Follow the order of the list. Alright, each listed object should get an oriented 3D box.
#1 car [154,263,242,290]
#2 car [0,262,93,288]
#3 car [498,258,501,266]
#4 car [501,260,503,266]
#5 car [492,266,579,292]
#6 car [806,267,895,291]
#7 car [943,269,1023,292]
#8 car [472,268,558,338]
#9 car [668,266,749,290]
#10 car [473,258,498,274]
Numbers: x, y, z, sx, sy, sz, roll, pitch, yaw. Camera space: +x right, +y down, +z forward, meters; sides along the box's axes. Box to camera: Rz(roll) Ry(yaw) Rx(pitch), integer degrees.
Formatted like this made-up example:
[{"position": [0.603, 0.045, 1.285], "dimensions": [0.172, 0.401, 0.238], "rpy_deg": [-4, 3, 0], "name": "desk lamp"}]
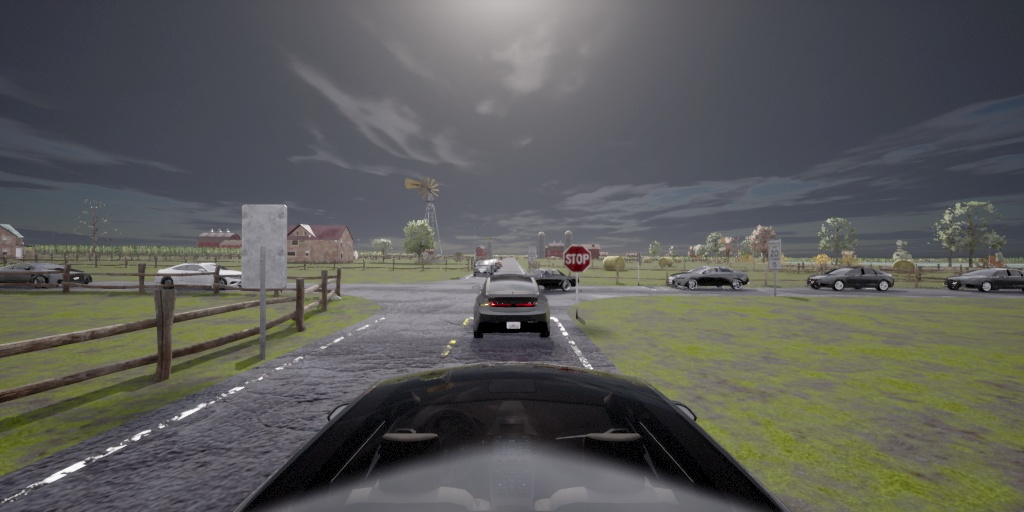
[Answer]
[{"position": [-17.244, 1.103, 20.149], "dimensions": [4.674, 1.442, 1.812], "rpy_deg": [1, -1, -1], "name": "car"}, {"position": [-26.364, 1.048, 20.027], "dimensions": [4.181, 1.385, 1.994], "rpy_deg": [1, -1, -1], "name": "car"}, {"position": [-2.853, 1.241, 46.325], "dimensions": [2.128, 1.511, 4.902], "rpy_deg": [0, 0, 0], "name": "car"}, {"position": [-2.823, 1.240, 55.867], "dimensions": [2.128, 1.511, 4.902], "rpy_deg": [0, 0, 0], "name": "car"}, {"position": [1.499, 1.369, 20.239], "dimensions": [4.718, 1.301, 1.895], "rpy_deg": [1, 0, -35], "name": "car"}, {"position": [22.199, 1.499, 23.639], "dimensions": [4.892, 1.490, 1.837], "rpy_deg": [1, -1, -1], "name": "car"}, {"position": [31.702, 1.587, 23.760], "dimensions": [4.892, 1.490, 1.837], "rpy_deg": [1, -1, -1], "name": "car"}, {"position": [-0.074, 1.256, 10.193], "dimensions": [1.837, 1.490, 4.892], "rpy_deg": [0, 0, -3], "name": "car"}, {"position": [12.797, 1.397, 23.468], "dimensions": [4.902, 1.511, 2.128], "rpy_deg": [1, -1, -2], "name": "car"}, {"position": [-2.860, 1.243, 36.879], "dimensions": [2.128, 1.511, 4.902], "rpy_deg": [0, 0, 0], "name": "car"}]
